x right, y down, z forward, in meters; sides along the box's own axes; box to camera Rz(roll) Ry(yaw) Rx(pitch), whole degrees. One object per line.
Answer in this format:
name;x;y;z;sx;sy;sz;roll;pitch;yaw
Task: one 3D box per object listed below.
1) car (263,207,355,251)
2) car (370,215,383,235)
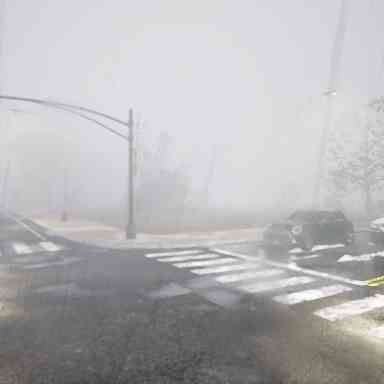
car;5.390;1.569;15.225;4.553;1.767;2.097;1;-1;-34
car;12.755;1.862;20.232;4.674;1.442;1.812;1;-1;-34
